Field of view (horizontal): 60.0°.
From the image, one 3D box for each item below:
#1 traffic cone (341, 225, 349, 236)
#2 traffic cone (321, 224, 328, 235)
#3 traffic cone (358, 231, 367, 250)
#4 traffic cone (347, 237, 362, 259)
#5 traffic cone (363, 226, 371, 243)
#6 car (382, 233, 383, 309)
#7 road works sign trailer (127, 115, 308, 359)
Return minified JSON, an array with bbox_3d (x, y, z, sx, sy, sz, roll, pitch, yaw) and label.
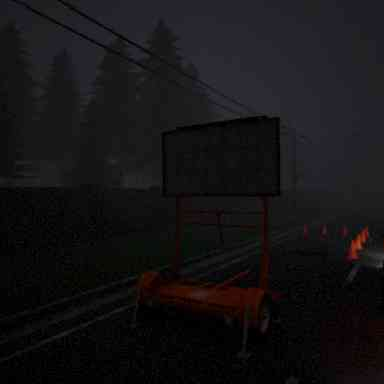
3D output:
[{"bbox_3d":[7.858,1.965,17.071,0.340,0.580,0.340,-1,0,32],"label":"traffic cone"},{"bbox_3d":[7.009,1.973,17.599,0.340,0.580,0.340,-1,0,32],"label":"traffic cone"},{"bbox_3d":[6.596,1.959,13.146,0.340,0.580,0.340,-1,0,32],"label":"traffic cone"},{"bbox_3d":[5.541,1.961,11.447,0.340,0.580,0.340,-1,0,32],"label":"traffic cone"},{"bbox_3d":[7.652,1.958,14.844,0.340,0.580,0.340,-1,0,32],"label":"traffic cone"},{"bbox_3d":[5.372,1.342,7.182,2.097,1.767,4.553,-1,0,32],"label":"car"},{"bbox_3d":[0.572,0.487,6.292,2.380,3.560,2.880,-1,0,32],"label":"road works sign trailer"}]
